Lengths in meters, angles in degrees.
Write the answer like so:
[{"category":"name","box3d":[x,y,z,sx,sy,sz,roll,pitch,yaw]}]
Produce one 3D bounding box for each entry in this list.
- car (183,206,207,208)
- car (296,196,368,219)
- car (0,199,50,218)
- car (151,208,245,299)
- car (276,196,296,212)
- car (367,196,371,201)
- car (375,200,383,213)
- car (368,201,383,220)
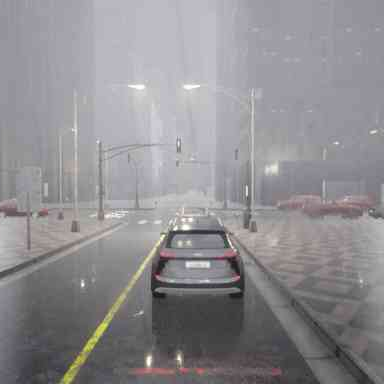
[{"category":"car","box3d":[0.147,1.506,17.562,1.837,1.490,4.892,0,0,0]},{"category":"car","box3d":[12.207,1.461,29.236,5.009,1.841,2.192,0,1,0]},{"category":"car","box3d":[-14.834,1.565,29.236,4.507,1.381,1.887,0,1,0]},{"category":"car","box3d":[0.133,1.428,8.475,2.033,1.649,4.856,0,0,1]},{"category":"car","box3d":[12.217,1.323,37.759,5.009,1.841,2.192,0,1,0]},{"category":"car","box3d":[17.860,1.352,37.760,5.009,1.841,2.192,0,1,0]},{"category":"car","box3d":[23.502,1.632,37.763,4.313,1.339,1.947,0,1,0]},{"category":"car","box3d":[17.850,1.741,29.239,4.313,1.339,1.947,0,1,0]}]
